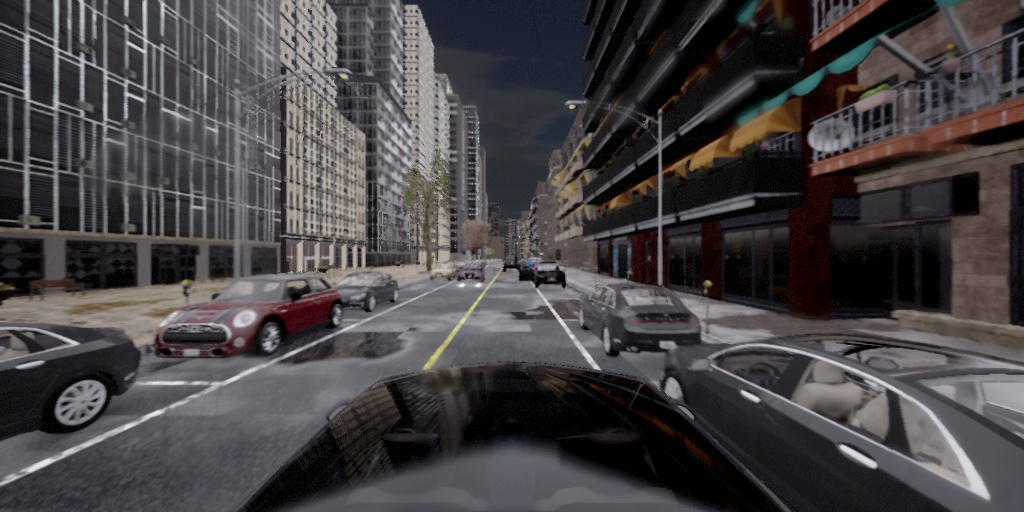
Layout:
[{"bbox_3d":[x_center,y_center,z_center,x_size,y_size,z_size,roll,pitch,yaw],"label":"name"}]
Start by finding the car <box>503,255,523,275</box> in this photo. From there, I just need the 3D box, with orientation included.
[{"bbox_3d":[-0.008,0.958,45.363,2.150,2.045,5.566,0,0,0],"label":"car"}]

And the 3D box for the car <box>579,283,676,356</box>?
[{"bbox_3d":[2.684,1.296,8.367,2.007,1.370,4.403,0,0,0],"label":"car"}]

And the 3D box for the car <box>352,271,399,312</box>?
[{"bbox_3d":[-5.700,1.292,13.894,2.007,1.370,4.403,0,0,0],"label":"car"}]

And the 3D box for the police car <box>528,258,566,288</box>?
[{"bbox_3d":[2.351,1.164,23.743,1.930,1.638,5.238,0,0,0],"label":"police car"}]

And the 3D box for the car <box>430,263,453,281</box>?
[{"bbox_3d":[-5.711,1.262,30.322,1.751,1.417,4.829,0,0,0],"label":"car"}]

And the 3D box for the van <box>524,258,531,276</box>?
[{"bbox_3d":[2.662,1.079,41.562,1.690,1.789,3.998,0,0,0],"label":"van"}]

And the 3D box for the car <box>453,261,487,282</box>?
[{"bbox_3d":[-3.113,1.301,28.373,1.994,1.385,4.181,0,0,0],"label":"car"}]

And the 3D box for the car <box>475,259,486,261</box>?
[{"bbox_3d":[-5.729,1.265,57.985,1.751,1.417,4.829,0,0,0],"label":"car"}]

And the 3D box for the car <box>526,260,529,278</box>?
[{"bbox_3d":[2.666,1.320,36.030,1.802,1.307,4.207,0,0,0],"label":"car"}]

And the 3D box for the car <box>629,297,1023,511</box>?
[{"bbox_3d":[2.688,1.300,2.834,2.007,1.370,4.403,0,0,0],"label":"car"}]

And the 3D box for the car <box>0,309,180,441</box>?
[{"bbox_3d":[-5.693,1.299,2.829,2.007,1.370,4.403,0,0,0],"label":"car"}]

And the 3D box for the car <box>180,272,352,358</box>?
[{"bbox_3d":[-5.697,1.184,8.362,1.967,1.591,4.097,0,0,0],"label":"car"}]
